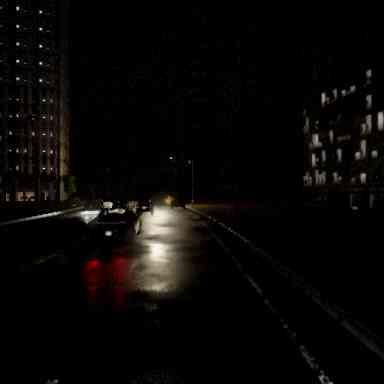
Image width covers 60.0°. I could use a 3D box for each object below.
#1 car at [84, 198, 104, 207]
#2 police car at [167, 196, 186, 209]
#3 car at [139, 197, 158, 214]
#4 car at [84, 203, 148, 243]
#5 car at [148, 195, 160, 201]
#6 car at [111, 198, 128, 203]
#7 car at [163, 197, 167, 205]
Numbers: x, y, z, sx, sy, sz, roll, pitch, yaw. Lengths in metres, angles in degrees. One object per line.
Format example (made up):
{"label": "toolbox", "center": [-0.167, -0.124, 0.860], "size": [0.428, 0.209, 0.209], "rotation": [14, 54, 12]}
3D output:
{"label": "car", "center": [-12.537, 1.561, 42.765], "size": [2.128, 1.511, 4.902], "rotation": [0, 0, -7]}
{"label": "police car", "center": [-1.999, 1.490, 45.999], "size": [1.930, 1.638, 5.238], "rotation": [0, 0, -7]}
{"label": "car", "center": [-4.993, 1.599, 35.540], "size": [2.033, 1.411, 5.357], "rotation": [0, 0, -6]}
{"label": "car", "center": [-3.605, 1.515, 16.339], "size": [2.128, 1.511, 4.902], "rotation": [0, 0, -3]}
{"label": "car", "center": [-8.569, 1.516, 78.766], "size": [2.033, 1.411, 5.357], "rotation": [0, 0, -13]}
{"label": "car", "center": [-9.319, 1.573, 43.226], "size": [1.837, 1.490, 4.892], "rotation": [0, 0, -7]}
{"label": "car", "center": [-3.427, 1.538, 56.138], "size": [1.801, 1.575, 5.366], "rotation": [0, 0, -9]}
